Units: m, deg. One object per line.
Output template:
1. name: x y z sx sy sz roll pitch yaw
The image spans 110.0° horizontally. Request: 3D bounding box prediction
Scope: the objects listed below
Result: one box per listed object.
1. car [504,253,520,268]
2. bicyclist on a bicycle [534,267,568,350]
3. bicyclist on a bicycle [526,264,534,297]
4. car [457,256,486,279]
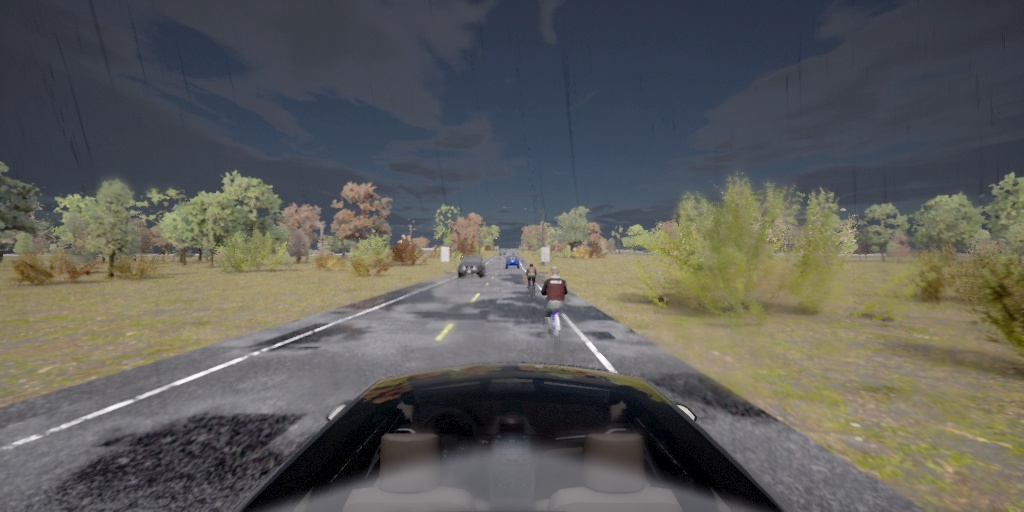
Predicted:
1. car: 0.098 0.915 58.767 2.150 2.045 5.566 0 1 0
2. bicyclist on a bicycle: 0.963 1.121 8.224 0.659 1.776 1.843 0 0 0
3. bicyclist on a bicycle: 0.963 1.203 17.628 0.582 1.620 1.656 0 0 0
4. car: -3.602 0.974 32.851 2.150 2.045 5.566 0 0 0
